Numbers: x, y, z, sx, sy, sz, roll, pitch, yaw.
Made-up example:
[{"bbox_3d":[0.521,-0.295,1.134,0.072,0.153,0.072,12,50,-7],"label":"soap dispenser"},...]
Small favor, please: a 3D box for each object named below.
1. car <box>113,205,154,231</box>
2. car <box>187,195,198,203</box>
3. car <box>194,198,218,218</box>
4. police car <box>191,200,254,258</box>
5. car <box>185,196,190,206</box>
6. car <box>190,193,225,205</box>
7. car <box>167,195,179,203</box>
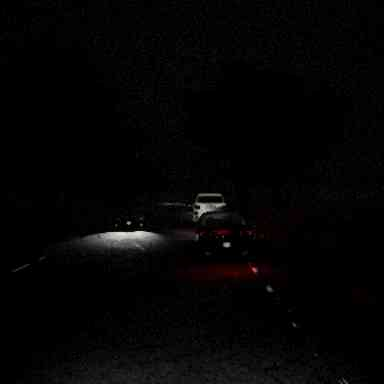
[{"bbox_3d":[-3.552,1.541,20.661,1.994,1.385,4.181,-1,0,0],"label":"car"},{"bbox_3d":[0.107,1.263,62.290,1.994,1.385,4.181,-1,0,0],"label":"car"},{"bbox_3d":[1.125,1.335,28.592,1.837,1.490,4.892,-1,0,0],"label":"car"},{"bbox_3d":[1.059,1.367,12.682,1.930,1.638,5.238,-1,1,0],"label":"police car"},{"bbox_3d":[0.085,1.276,47.617,1.994,1.385,4.181,0,0,1],"label":"car"},{"bbox_3d":[1.112,1.073,22.609,2.150,2.045,5.566,0,0,0],"label":"car"},{"bbox_3d":[-3.381,1.269,61.254,1.837,1.490,4.892,-1,0,1],"label":"car"}]
